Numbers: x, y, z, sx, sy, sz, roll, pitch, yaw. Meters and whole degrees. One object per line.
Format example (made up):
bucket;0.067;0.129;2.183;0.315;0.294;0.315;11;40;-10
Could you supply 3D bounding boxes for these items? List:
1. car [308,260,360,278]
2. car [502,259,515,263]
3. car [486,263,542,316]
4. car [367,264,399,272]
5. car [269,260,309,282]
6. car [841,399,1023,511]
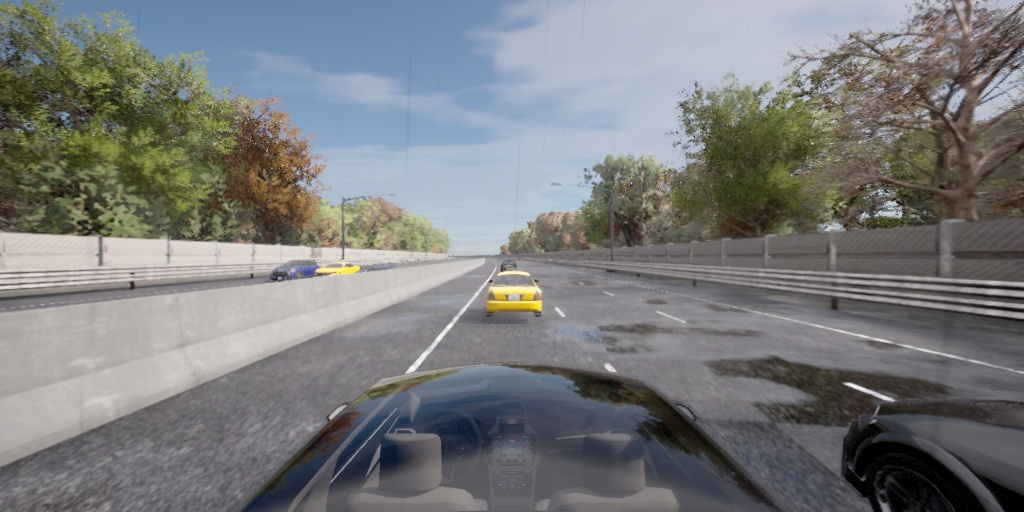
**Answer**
car;-14.230;1.240;29.468;1.882;1.535;5.008;0;0;-1
car;-0.423;1.197;44.208;2.033;1.649;4.856;0;0;-1
car;0.053;1.211;13.239;1.801;1.575;5.366;0;0;0
car;-10.734;1.347;30.156;1.994;1.385;4.181;0;0;-1
car;-17.731;1.112;29.588;2.097;1.767;4.553;0;0;-1
car;3.591;1.313;1.068;1.994;1.385;4.181;0;0;0
